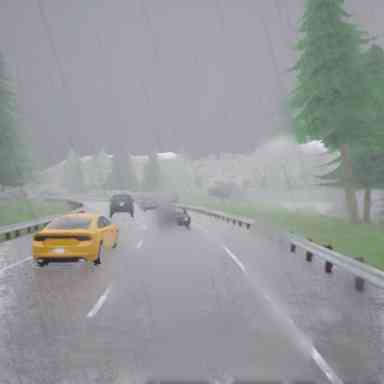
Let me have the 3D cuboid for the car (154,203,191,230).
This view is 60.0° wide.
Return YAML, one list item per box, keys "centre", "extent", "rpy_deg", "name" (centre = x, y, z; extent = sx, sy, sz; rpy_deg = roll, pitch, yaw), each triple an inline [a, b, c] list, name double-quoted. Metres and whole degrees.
- centre: [-1.269, 1.603, 21.347]
  extent: [1.895, 1.301, 4.718]
  rpy_deg: [0, 0, -7]
  name: "car"

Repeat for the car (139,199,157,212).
- centre: [-5.059, 1.556, 39.217]
  extent: [2.033, 1.411, 5.357]
  rpy_deg: [0, 0, -16]
  name: "car"

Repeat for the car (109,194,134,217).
- centre: [-6.752, 1.233, 31.884]
  extent: [2.150, 2.045, 5.566]
  rpy_deg: [0, 0, -12]
  name: "car"

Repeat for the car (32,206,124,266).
- centre: [-3.828, 1.484, 11.723]
  extent: [1.882, 1.535, 5.008]
  rpy_deg: [0, 0, -4]
  name: "car"
